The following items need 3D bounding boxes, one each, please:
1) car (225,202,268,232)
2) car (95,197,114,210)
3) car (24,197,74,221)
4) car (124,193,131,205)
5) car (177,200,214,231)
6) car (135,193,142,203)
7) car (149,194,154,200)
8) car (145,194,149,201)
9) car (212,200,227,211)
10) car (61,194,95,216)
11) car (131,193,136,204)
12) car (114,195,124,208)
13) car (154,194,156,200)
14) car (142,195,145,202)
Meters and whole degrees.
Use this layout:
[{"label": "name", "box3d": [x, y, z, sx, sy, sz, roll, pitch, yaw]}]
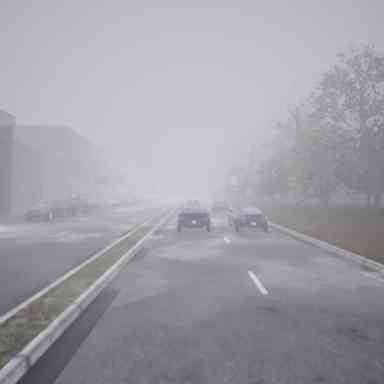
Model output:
[{"label": "car", "box3d": [3.354, 1.541, 20.323, 1.812, 1.442, 4.674, 0, 0, 0]}, {"label": "car", "box3d": [-11.911, 1.460, 42.014, 2.231, 1.521, 4.892, 0, 0, 1]}, {"label": "car", "box3d": [-11.793, 1.446, 27.103, 2.231, 1.521, 4.892, 0, 0, 0]}, {"label": "car", "box3d": [-11.907, 1.345, 54.628, 2.185, 1.767, 4.553, 0, 0, 0]}, {"label": "car", "box3d": [0.106, 1.493, 20.701, 1.882, 1.535, 5.008, 0, 0, 0]}, {"label": "car", "box3d": [-11.953, 1.230, 65.619, 2.435, 2.045, 5.566, 0, 0, 0]}, {"label": "car", "box3d": [-12.045, 1.499, 87.686, 1.946, 1.575, 5.366, 0, 0, 0]}, {"label": "car", "box3d": [-11.999, 1.493, 76.828, 2.231, 1.521, 4.892, 0, 0, 0]}, {"label": "car", "box3d": [3.359, 1.594, 40.438, 1.994, 1.385, 4.181, 0, 0, 0]}, {"label": "car", "box3d": [-11.816, 1.198, 32.593, 2.435, 2.045, 5.566, 0, 0, 0]}, {"label": "car", "box3d": [-11.929, 1.473, 59.936, 1.946, 1.575, 5.366, 0, 0, 0]}, {"label": "car", "box3d": [-11.883, 1.462, 48.886, 1.946, 1.575, 5.366, 0, 0, 0]}, {"label": "car", "box3d": [-12.066, 1.382, 93.429, 2.185, 1.767, 4.553, 0, 0, 0]}, {"label": "car", "box3d": [-11.978, 1.488, 71.302, 2.231, 1.521, 4.892, 0, 0, 0]}]
